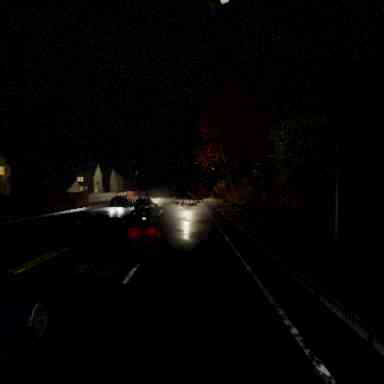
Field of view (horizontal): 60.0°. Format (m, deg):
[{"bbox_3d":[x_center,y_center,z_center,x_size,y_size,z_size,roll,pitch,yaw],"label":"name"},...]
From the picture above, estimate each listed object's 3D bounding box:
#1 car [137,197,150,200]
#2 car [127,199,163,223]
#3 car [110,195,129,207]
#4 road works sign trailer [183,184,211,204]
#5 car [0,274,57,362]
[{"bbox_3d":[-6.592,1.294,45.328,1.895,1.301,4.718,0,0,0],"label":"car"},{"bbox_3d":[-3.153,1.445,24.159,1.895,1.301,4.718,0,0,0],"label":"car"},{"bbox_3d":[-9.842,1.187,45.244,2.128,1.511,4.902,0,0,0],"label":"car"},{"bbox_3d":[0.469,0.652,49.167,2.380,2.880,3.560,38,24,34],"label":"road works sign trailer"},{"bbox_3d":[-3.150,1.579,3.363,1.895,1.301,4.718,0,0,0],"label":"car"}]
